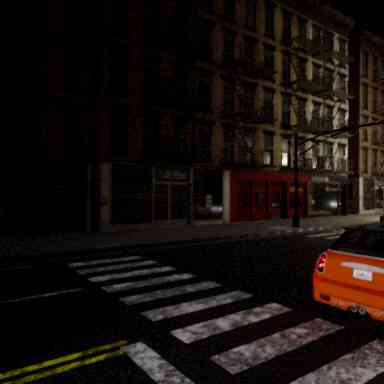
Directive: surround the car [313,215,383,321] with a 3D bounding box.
[{"bbox_3d":[4.508,1.379,6.656,4.553,1.767,2.097,0,0,-36],"label":"car"}]
